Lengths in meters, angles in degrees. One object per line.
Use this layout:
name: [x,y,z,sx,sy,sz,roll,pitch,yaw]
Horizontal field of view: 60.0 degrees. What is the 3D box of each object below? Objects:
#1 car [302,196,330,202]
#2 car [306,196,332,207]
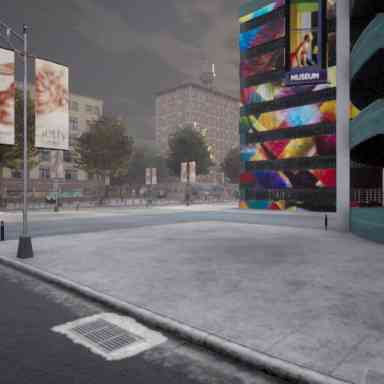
car: [14.241,1.320,39.318,2.002,1.452,4.674,0,0,43]
car: [19.548,1.413,51.047,2.161,1.482,4.786,0,0,43]
